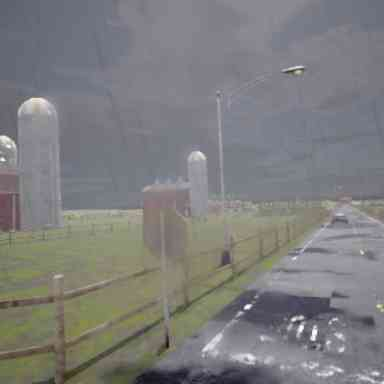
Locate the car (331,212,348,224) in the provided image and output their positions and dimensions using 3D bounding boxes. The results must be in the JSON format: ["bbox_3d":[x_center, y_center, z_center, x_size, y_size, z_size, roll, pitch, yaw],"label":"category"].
[{"bbox_3d":[18.340,3.193,41.224,2.033,1.411,5.357,-4,-4,25],"label":"car"}]
